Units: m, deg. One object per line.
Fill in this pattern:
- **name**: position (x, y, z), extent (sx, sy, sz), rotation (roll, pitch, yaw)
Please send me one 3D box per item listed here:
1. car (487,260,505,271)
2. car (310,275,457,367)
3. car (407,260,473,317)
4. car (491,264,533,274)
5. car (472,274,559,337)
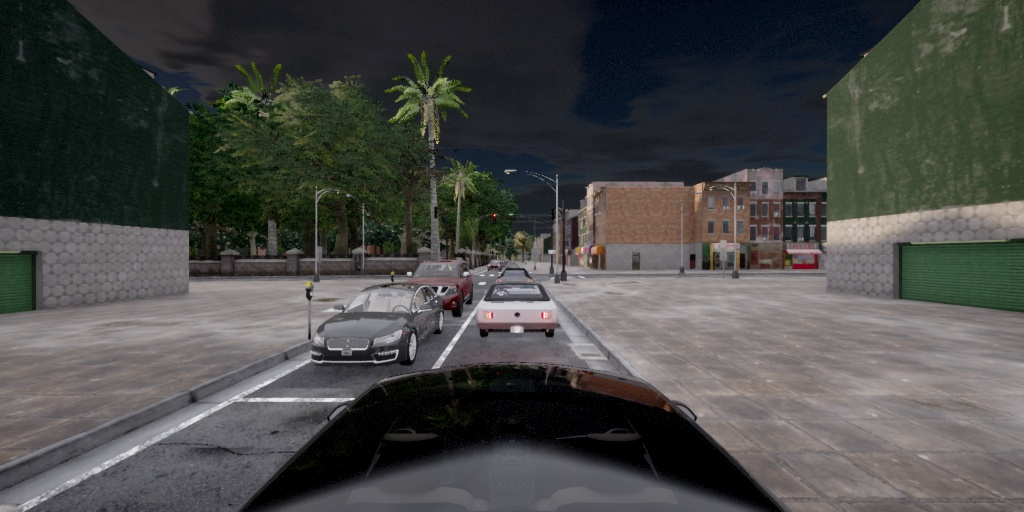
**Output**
- **car**: position (-2.480, 1.292, 51.493), extent (1.967, 1.591, 4.097), rotation (0, 0, 0)
- **car**: position (-2.619, 1.301, 7.883), extent (2.007, 1.370, 4.403), rotation (0, 0, 0)
- **car**: position (-2.602, 1.068, 13.346), extent (2.192, 1.841, 5.009), rotation (0, 0, 0)
- **car**: position (0.164, 1.324, 19.396), extent (1.994, 1.385, 4.181), rotation (0, 0, 2)
- **car**: position (0.126, 1.352, 10.224), extent (1.895, 1.301, 4.718), rotation (0, 0, 0)
